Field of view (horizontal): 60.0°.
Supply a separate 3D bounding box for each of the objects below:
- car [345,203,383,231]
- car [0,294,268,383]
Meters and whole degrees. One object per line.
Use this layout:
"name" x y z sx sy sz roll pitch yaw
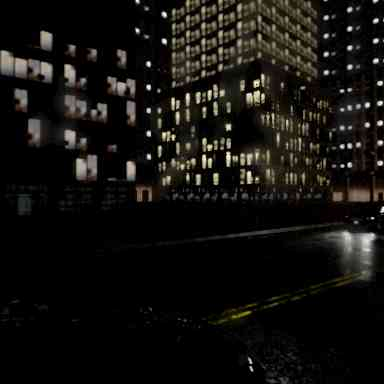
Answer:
"car" 11.274 1.477 20.571 4.902 1.511 2.128 0 0 -39
"car" -1.347 1.566 2.537 4.181 1.385 1.994 0 0 -36
